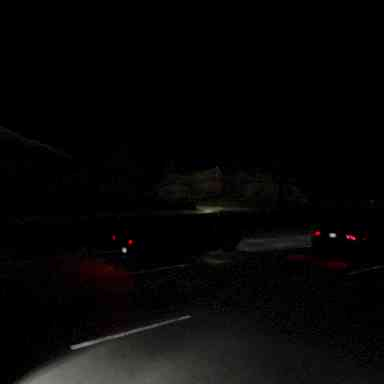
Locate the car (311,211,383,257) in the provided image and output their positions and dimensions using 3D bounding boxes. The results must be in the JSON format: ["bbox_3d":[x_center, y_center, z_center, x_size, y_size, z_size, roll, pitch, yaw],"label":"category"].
[{"bbox_3d":[6.925,1.570,12.981,5.357,1.411,2.033,0,0,-35],"label":"car"}]

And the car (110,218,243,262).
[{"bbox_3d":[-0.393,1.590,12.066,4.718,1.301,1.895,0,0,-36],"label":"car"}]
